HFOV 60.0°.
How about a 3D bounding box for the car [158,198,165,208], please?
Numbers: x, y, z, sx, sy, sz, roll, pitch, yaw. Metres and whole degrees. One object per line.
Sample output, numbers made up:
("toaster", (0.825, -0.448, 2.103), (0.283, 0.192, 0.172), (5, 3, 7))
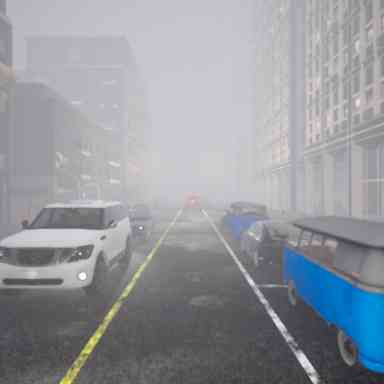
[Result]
("car", (-5.677, 1.806, 50.610), (1.947, 1.339, 4.313), (0, 0, 0))

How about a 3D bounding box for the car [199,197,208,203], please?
("car", (2.709, 1.972, 78.851), (1.802, 1.307, 4.206), (0, 0, 0))

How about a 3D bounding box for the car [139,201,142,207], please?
("car", (-5.683, 1.711, 28.016), (1.802, 1.307, 4.206), (0, 0, 0))

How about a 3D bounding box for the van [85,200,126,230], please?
("van", (-5.684, 1.443, 22.369), (1.690, 1.788, 3.998), (0, 0, 0))

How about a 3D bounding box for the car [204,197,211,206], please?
("car", (2.705, 1.879, 61.905), (1.802, 1.307, 4.206), (0, 0, 0))

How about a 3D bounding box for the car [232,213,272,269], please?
("car", (2.693, 1.600, 11.068), (2.008, 1.369, 4.403), (0, 0, 0))

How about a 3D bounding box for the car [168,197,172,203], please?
("car", (-5.673, 1.852, 67.386), (1.752, 1.417, 4.829), (0, 0, 0))

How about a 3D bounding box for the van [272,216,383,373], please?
("van", (2.692, 1.365, 5.421), (1.690, 1.788, 3.998), (0, 0, 0))

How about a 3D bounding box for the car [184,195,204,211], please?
("car", (0.098, 1.428, 44.005), (2.150, 2.045, 5.566), (0, 0, 1))

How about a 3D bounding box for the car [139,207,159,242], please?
("car", (-2.996, 1.678, 16.968), (1.895, 1.301, 4.718), (0, 0, 0))

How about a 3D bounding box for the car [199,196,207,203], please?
("car", (2.711, 1.862, 84.499), (1.967, 1.590, 4.097), (0, 0, 0))

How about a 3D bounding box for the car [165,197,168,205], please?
("car", (-5.676, 1.819, 56.258), (2.008, 1.369, 4.403), (0, 0, 0))

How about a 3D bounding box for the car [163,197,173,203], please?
("car", (-5.671, 1.935, 78.853), (1.887, 1.381, 4.507), (0, 0, 0))

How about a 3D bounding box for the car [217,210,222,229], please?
("car", (2.696, 1.668, 22.365), (1.947, 1.339, 4.313), (0, 0, 0))

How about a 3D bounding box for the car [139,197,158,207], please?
("car", (-5.680, 1.499, 39.314), (2.192, 1.841, 5.009), (0, 0, 0))

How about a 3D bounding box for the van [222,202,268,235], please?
("van", (2.695, 1.417, 16.718), (1.690, 1.788, 3.998), (0, 0, 0))

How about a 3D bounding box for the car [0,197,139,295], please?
("car", (-3.091, 1.264, 9.191), (2.150, 2.045, 5.566), (0, 0, 0))

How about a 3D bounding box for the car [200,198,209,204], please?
("car", (2.708, 1.924, 73.202), (1.947, 1.339, 4.313), (0, 0, 0))
